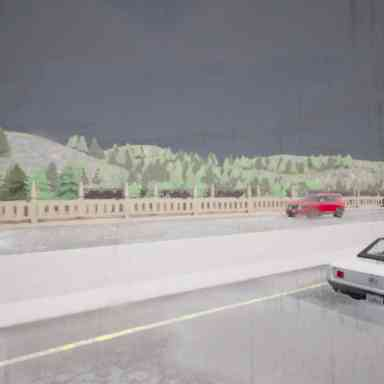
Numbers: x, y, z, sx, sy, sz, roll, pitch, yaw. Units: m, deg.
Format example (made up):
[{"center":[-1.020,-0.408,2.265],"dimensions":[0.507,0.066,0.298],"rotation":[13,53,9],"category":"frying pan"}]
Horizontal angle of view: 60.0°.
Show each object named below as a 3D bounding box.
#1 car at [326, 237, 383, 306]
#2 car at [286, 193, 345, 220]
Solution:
[{"center":[5.025,1.579,6.992],"dimensions":[4.718,1.301,1.895],"rotation":[0,0,-34],"category":"car"},{"center":[10.247,1.136,27.349],"dimensions":[5.566,2.045,2.150],"rotation":[0,0,-33],"category":"car"}]
